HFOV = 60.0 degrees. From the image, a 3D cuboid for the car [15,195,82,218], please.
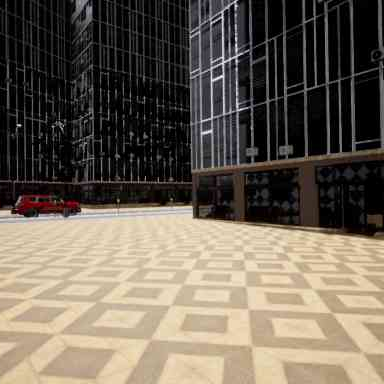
[{"bbox_3d":[-11.773,1.188,27.332,5.009,1.841,2.192,0,-1,-37],"label":"car"}]
